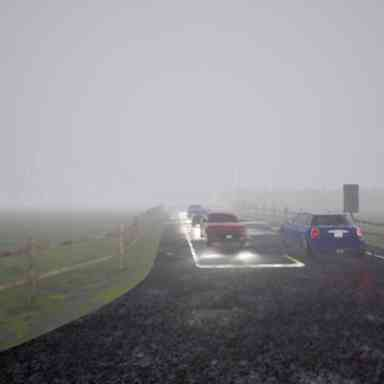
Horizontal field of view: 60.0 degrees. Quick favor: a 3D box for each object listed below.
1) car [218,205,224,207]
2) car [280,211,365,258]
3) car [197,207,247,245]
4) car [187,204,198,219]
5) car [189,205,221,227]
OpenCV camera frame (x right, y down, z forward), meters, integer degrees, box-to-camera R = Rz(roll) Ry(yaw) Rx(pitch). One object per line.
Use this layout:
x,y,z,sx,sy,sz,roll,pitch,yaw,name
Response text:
3.605,2.452,47.341,1.895,1.301,4.718,0,-1,-3,car
5.179,1.583,13.897,2.097,1.767,4.553,0,-1,0,car
1.533,1.776,17.392,1.882,1.535,5.008,0,-1,-3,car
0.455,2.145,37.362,1.882,1.535,5.008,0,-1,-3,car
1.011,2.044,27.233,1.994,1.385,4.181,0,-1,-2,car
